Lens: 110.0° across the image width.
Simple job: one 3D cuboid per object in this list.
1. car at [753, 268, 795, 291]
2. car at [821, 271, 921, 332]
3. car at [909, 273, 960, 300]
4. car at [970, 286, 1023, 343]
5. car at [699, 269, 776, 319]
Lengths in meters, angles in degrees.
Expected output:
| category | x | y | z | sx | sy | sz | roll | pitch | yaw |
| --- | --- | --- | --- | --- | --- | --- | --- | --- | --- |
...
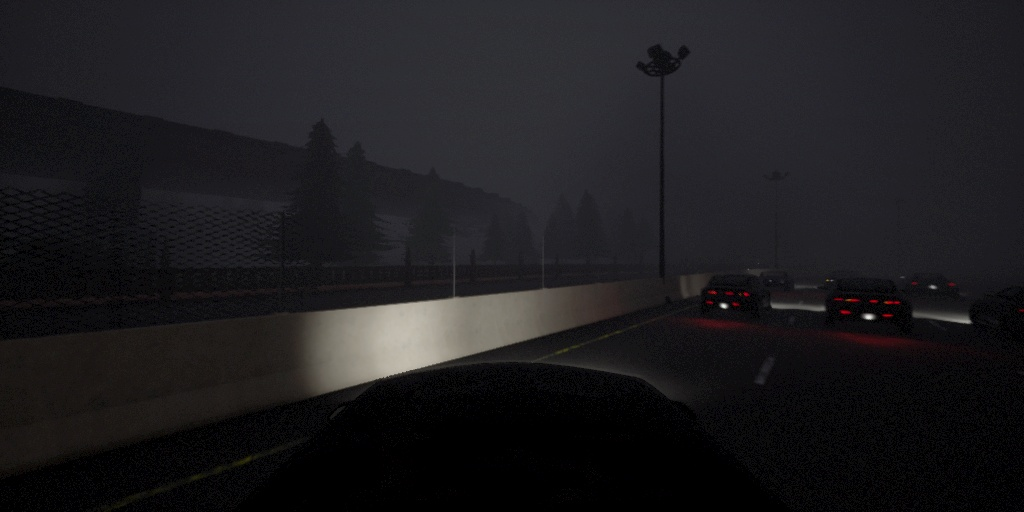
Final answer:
| category | x | y | z | sx | sy | sz | roll | pitch | yaw |
| --- | --- | --- | --- | --- | --- | --- | --- | --- | --- |
| car | 18.466 | 1.710 | 25.131 | 1.895 | 1.301 | 4.718 | 0 | -1 | 43 |
| car | 11.434 | 1.428 | 11.715 | 1.837 | 1.490 | 4.892 | 0 | 0 | 41 |
| car | 23.896 | 1.649 | 20.678 | 1.994 | 1.385 | 4.181 | 0 | -1 | 43 |
| car | 14.093 | 1.472 | 9.439 | 1.994 | 1.385 | 4.181 | 0 | -1 | 41 |
| car | 8.788 | 1.442 | 14.008 | 1.837 | 1.490 | 4.892 | 0 | 0 | 41 |
